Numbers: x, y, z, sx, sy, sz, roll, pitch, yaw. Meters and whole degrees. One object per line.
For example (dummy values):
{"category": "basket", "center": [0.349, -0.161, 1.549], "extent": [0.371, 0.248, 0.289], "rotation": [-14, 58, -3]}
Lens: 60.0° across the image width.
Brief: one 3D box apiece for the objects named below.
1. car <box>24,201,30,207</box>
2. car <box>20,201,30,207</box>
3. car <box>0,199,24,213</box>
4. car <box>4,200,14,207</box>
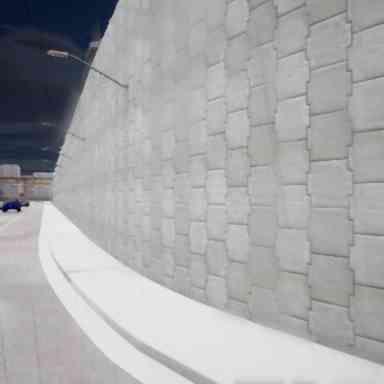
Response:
{"category": "car", "center": [-38.682, 2.793, 76.081], "extent": [1.994, 1.385, 4.181], "rotation": [0, -1, -24]}
{"category": "car", "center": [-42.317, 2.913, 84.287], "extent": [2.033, 1.411, 5.357], "rotation": [0, -1, -24]}
{"category": "car", "center": [-27.508, 2.054, 50.858], "extent": [2.150, 2.045, 5.566], "rotation": [0, -1, -24]}
{"category": "car", "center": [-45.571, 2.857, 82.992], "extent": [1.837, 1.490, 4.892], "rotation": [0, -1, -24]}
